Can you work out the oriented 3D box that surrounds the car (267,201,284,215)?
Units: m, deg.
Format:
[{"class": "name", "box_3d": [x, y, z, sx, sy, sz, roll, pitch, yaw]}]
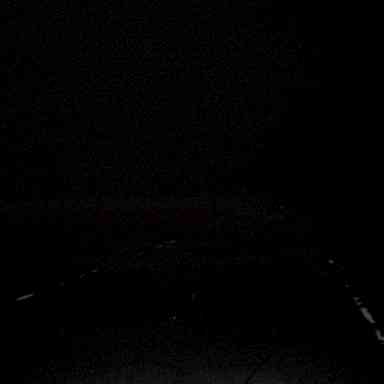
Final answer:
[{"class": "car", "box_3d": [12.212, 2.262, 48.659, 2.150, 2.045, 5.566, 0, -1, 12]}]
